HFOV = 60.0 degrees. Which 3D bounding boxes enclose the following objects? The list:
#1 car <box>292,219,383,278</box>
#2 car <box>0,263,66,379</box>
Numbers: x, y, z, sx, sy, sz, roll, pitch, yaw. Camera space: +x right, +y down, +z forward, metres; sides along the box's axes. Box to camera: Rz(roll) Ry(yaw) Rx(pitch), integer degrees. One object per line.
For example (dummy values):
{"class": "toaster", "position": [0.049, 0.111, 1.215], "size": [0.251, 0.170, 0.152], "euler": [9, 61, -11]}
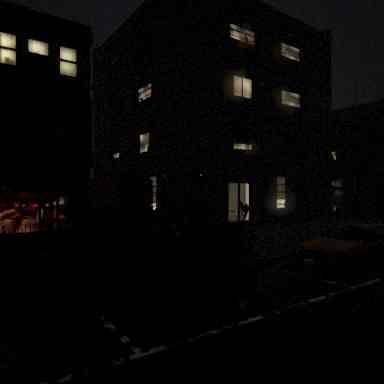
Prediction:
{"class": "car", "position": [5.048, 1.526, 10.170], "size": [4.829, 1.417, 1.752], "euler": [0, 0, -36]}
{"class": "car", "position": [-3.804, 1.551, 3.848], "size": [4.403, 1.369, 2.008], "euler": [0, 0, -36]}
